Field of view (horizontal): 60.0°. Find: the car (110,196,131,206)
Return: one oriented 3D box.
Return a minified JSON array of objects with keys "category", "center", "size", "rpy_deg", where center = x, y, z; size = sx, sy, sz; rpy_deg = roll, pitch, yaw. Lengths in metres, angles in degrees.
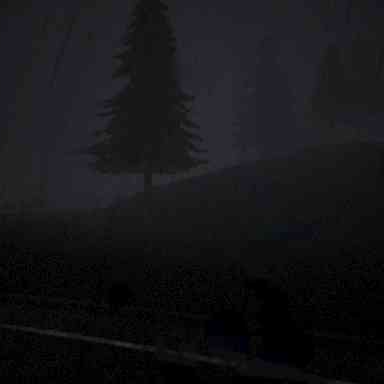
[{"category":"car","center":[-11.568,1.451,54.200],"size":[1.837,1.490,4.892],"rpy_deg":[1,0,16]}]

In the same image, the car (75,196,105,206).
[{"category":"car","center":[-15.701,1.320,52.633],"size":[1.882,1.535,5.008],"rpy_deg":[1,0,17]}]

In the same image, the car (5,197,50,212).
[{"category":"car","center":[-17.255,1.249,35.061],"size":[1.882,1.535,5.008],"rpy_deg":[1,0,16]}]

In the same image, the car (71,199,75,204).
[{"category":"car","center":[-18.290,1.404,56.152],"size":[1.895,1.301,4.718],"rpy_deg":[1,0,16]}]
